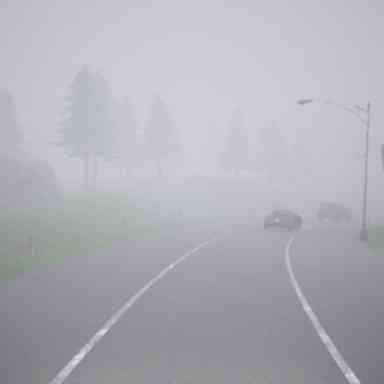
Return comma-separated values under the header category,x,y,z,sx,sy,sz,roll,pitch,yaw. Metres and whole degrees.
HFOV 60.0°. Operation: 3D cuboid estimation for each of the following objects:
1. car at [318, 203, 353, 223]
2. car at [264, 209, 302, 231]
category,x,y,z,sx,sy,sz,roll,pitch,yaw
car,15.816,2.271,36.632,2.150,2.045,5.566,4,0,43
car,6.618,1.926,23.938,1.994,1.385,4.181,2,-1,29
